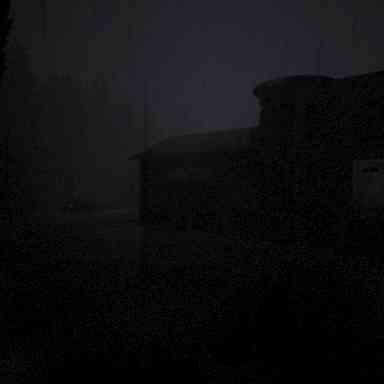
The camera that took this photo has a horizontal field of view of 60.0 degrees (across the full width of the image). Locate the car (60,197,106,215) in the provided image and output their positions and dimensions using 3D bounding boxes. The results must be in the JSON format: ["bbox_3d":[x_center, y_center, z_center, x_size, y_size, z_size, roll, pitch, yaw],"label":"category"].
[{"bbox_3d":[-11.095,1.350,34.331,2.097,1.767,4.553,0,0,36],"label":"car"}]
